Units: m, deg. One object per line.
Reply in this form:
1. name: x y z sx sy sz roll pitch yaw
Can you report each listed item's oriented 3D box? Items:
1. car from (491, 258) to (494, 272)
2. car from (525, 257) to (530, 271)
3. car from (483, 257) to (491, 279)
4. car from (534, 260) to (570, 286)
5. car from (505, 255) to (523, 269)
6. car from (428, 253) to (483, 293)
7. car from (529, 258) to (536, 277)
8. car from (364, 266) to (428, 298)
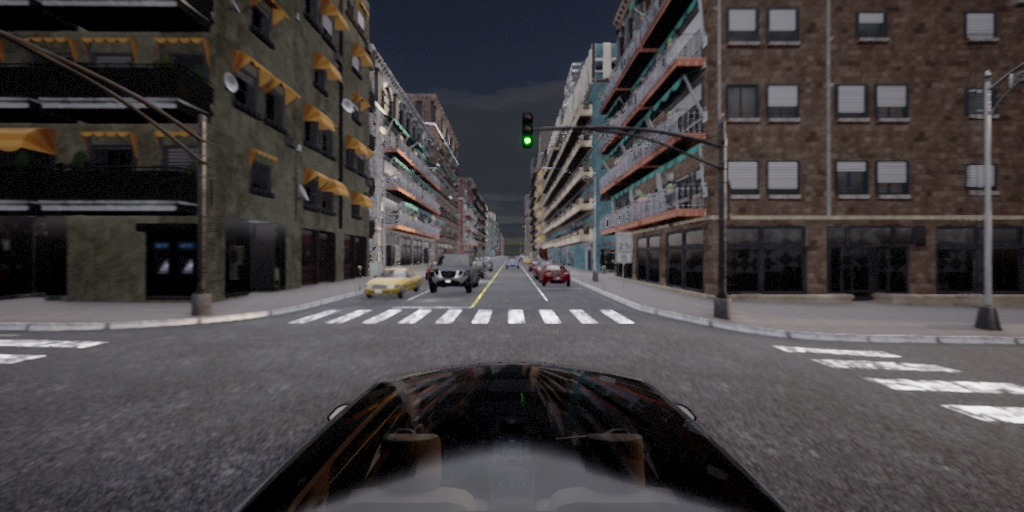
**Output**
1. car: -3.099 0.994 40.729 2.128 1.511 4.902 0 0 0
2. car: 2.682 1.090 39.920 1.802 1.307 4.207 0 0 0
3. car: -3.105 1.073 30.282 1.837 1.490 4.892 0 0 0
4. car: 2.686 1.157 23.350 1.888 1.381 4.507 0 0 0
5. car: 0.083 1.004 48.172 2.033 1.411 5.357 0 0 0
6. car: -3.104 0.853 20.242 2.150 2.045 5.566 0 0 0
7. car: 2.685 1.017 28.874 1.967 1.591 4.097 0 0 0
8. car: -5.693 1.172 17.669 1.751 1.417 4.829 0 0 0
